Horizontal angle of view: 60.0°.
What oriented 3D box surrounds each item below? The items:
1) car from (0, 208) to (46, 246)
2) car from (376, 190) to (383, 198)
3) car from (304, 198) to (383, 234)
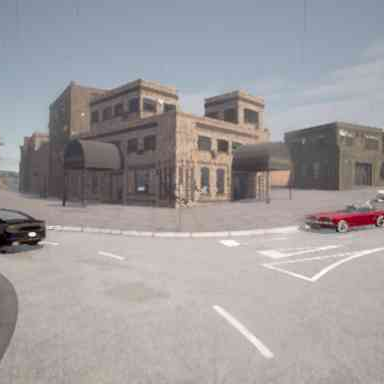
[{"bbox_3d":[-8.147,1.394,13.346,5.008,1.535,1.882,0,-1,25],"label":"car"},{"bbox_3d":[18.483,0.154,28.595,4.674,1.452,2.002,-3,2,42],"label":"car"},{"bbox_3d":[8.107,1.258,17.270,4.718,1.301,1.895,-3,2,-27],"label":"car"}]
